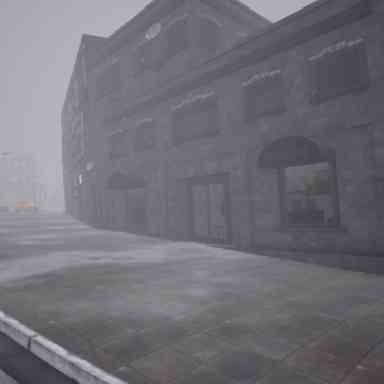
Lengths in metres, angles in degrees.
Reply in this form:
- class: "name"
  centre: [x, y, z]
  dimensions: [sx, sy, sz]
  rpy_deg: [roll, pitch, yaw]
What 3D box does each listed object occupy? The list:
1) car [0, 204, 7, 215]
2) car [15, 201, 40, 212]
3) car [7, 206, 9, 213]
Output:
- class: "car"
  centre: [-23.904, 2.050, 38.546]
  dimensions: [1.837, 1.490, 4.892]
  rpy_deg: [-3, 0, -6]
- class: "car"
  centre: [-25.095, 2.117, 50.932]
  dimensions: [2.097, 1.767, 4.553]
  rpy_deg: [-3, -1, -4]
- class: "car"
  centre: [-28.414, 2.442, 48.454]
  dimensions: [1.812, 1.442, 4.674]
  rpy_deg: [-3, -1, -4]
